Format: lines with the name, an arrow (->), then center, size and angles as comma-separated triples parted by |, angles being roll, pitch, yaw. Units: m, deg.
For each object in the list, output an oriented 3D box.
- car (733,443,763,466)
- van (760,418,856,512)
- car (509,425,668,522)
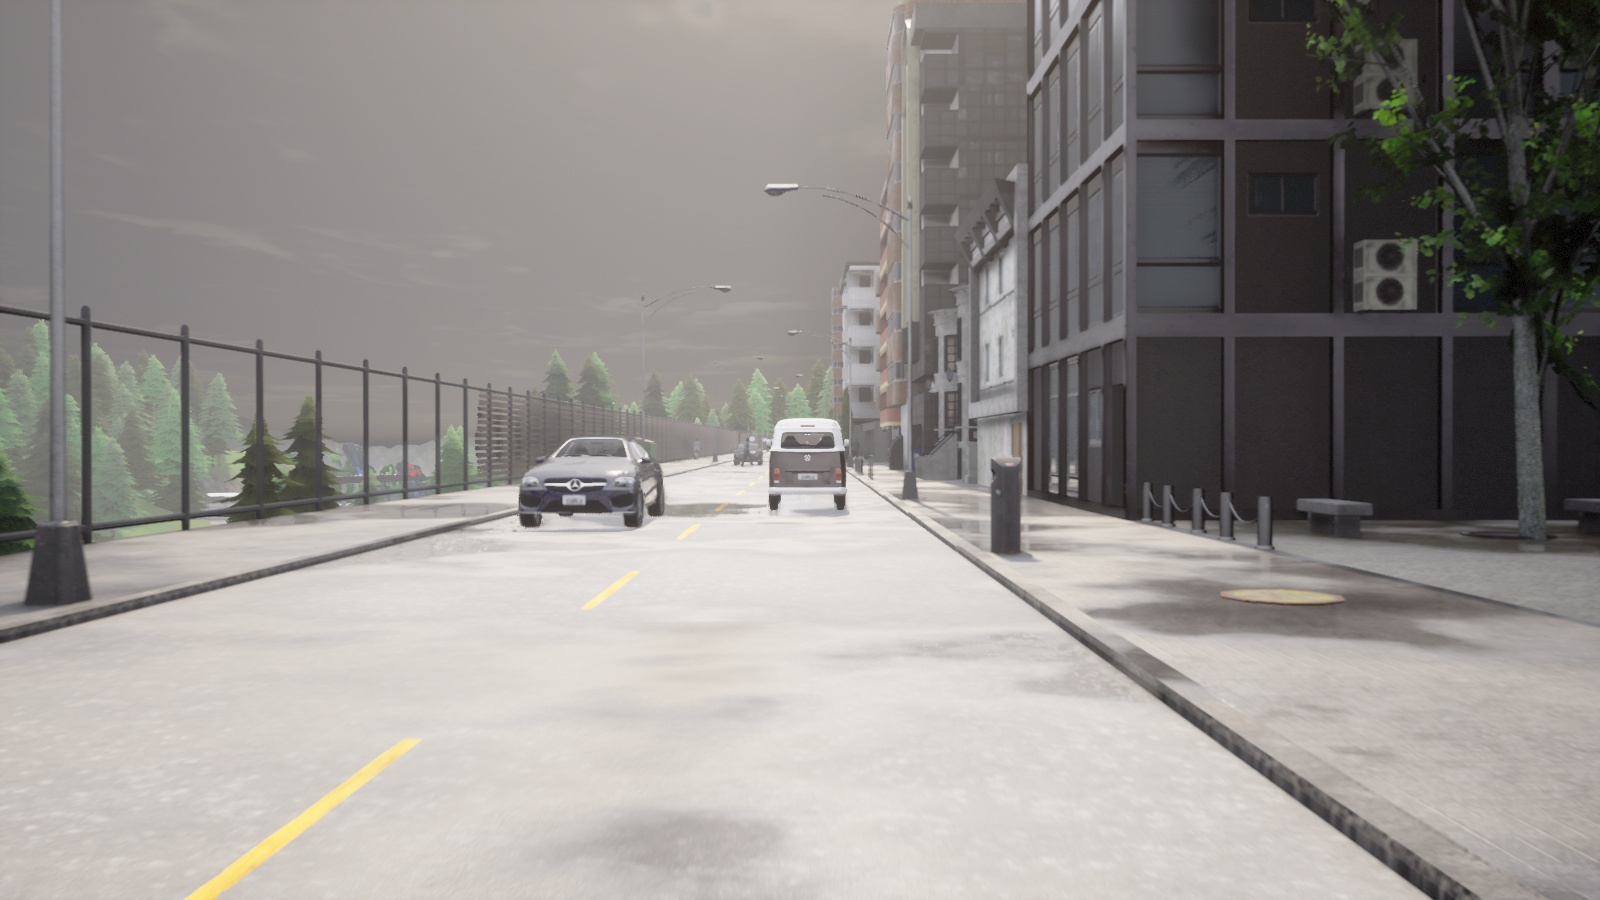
car -> -3.508, 0.267, 85.506 | 1.837, 1.490, 4.892 | 0, 0, 0
van -> 0.179, 0.304, 29.403 | 2.069, 2.038, 4.480 | 0, 0, 0
car -> -3.851, 0.388, 23.830 | 2.152, 1.651, 5.027 | 0, 0, 0
